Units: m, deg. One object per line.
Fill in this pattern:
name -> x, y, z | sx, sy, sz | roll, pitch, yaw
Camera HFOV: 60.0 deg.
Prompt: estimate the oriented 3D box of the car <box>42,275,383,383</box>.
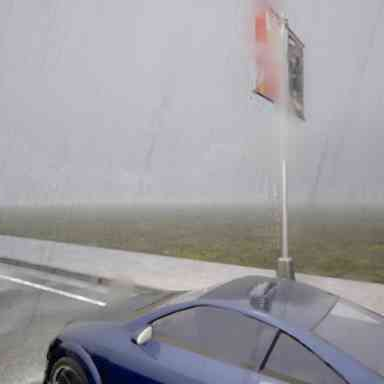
car -> 0.405, 1.581, 3.273 | 4.181, 1.385, 1.994 | -1, 0, 35
